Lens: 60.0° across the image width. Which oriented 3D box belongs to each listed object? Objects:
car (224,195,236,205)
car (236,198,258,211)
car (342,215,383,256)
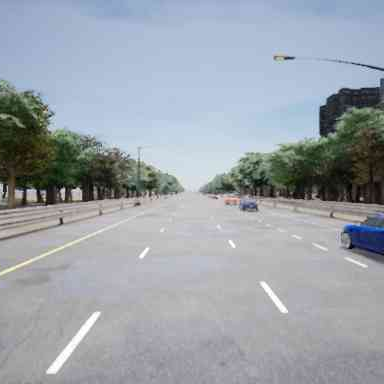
[{"bbox_3d":[7.013,1.388,59.869,2.097,1.767,4.553,0,0,0],"label":"car"},{"bbox_3d":[6.982,1.548,41.333,1.812,1.442,4.674,0,0,0],"label":"car"},{"bbox_3d":[6.993,1.497,11.463,1.882,1.535,5.008,0,0,0],"label":"car"}]
